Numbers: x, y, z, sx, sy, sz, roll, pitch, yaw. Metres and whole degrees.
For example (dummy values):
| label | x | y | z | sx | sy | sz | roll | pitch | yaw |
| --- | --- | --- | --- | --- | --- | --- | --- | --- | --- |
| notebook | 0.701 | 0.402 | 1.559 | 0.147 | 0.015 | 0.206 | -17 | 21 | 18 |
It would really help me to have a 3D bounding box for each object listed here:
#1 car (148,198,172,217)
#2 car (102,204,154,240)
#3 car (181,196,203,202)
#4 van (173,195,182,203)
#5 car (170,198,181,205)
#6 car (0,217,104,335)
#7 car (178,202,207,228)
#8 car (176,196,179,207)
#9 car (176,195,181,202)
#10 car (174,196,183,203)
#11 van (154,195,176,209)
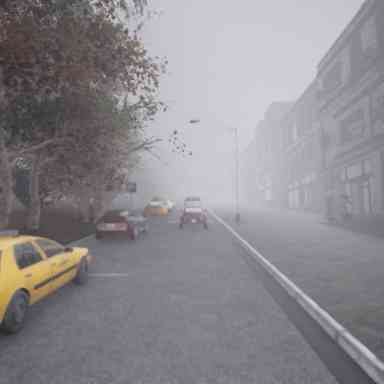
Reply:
| label | x | y | z | sx | sy | sz | roll | pitch | yaw |
| --- | --- | --- | --- | --- | --- | --- | --- | --- | --- |
| car | -3.649 | 1.696 | 34.441 | 2.097 | 1.535 | 5.008 | 0 | 0 | 2 |
| car | -3.650 | 1.628 | 17.762 | 2.163 | 1.488 | 4.792 | 0 | 0 | 2 |
| car | 0.106 | 1.473 | 40.277 | 2.150 | 2.045 | 5.566 | 0 | 0 | 0 |
| van | -3.638 | 1.793 | 84.697 | 1.878 | 1.987 | 4.442 | 0 | 0 | 2 |
| car | -3.643 | 1.983 | 73.435 | 2.002 | 1.452 | 4.674 | 0 | 0 | 2 |
| car | -3.645 | 1.524 | 6.777 | 1.946 | 1.575 | 5.366 | 0 | 0 | 2 |
| car | 0.098 | 1.677 | 23.370 | 1.812 | 1.442 | 4.674 | 0 | 0 | 0 |
| car | -3.639 | 1.793 | 51.342 | 1.946 | 1.575 | 5.366 | 0 | 0 | 2 |
| car | -3.646 | 1.779 | 67.837 | 2.185 | 1.767 | 4.553 | 0 | 0 | 2 |
| car | -3.643 | 1.930 | 90.119 | 2.185 | 1.767 | 4.553 | 0 | 0 | 2 |
| van | -3.643 | 1.536 | 45.705 | 1.878 | 1.987 | 4.442 | 0 | 0 | 2 |
